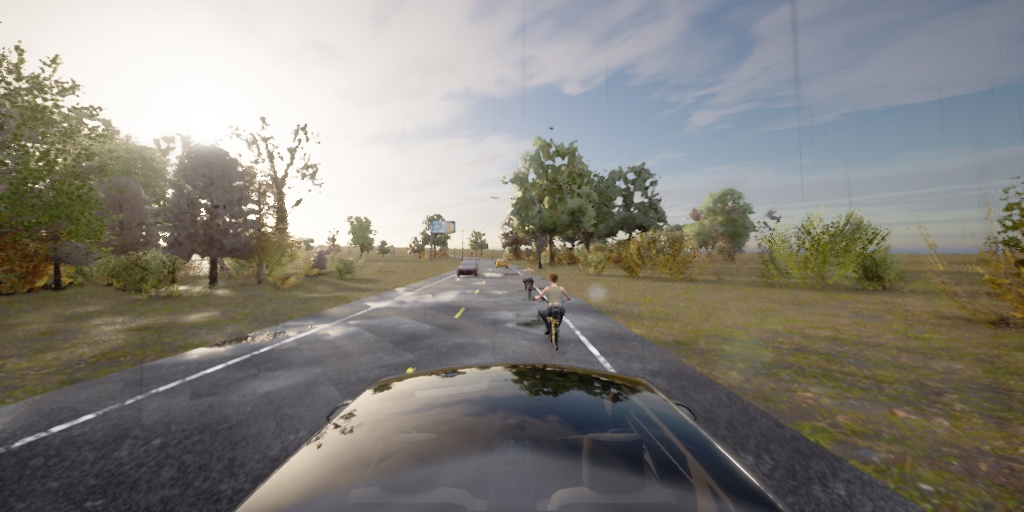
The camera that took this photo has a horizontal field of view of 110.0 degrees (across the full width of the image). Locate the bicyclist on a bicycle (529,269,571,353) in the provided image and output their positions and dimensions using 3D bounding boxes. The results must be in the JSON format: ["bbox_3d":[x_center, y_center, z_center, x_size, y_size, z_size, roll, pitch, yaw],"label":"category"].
[{"bbox_3d":[0.897,1.184,7.831,0.866,1.612,1.509,0,0,0],"label":"bicyclist on a bicycle"}]

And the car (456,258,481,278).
[{"bbox_3d":[-4.212,1.205,34.610,1.882,1.535,5.008,0,0,-2],"label":"car"}]

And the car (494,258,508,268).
[{"bbox_3d":[-1.698,1.170,59.595,1.882,1.535,5.008,0,0,-3],"label":"car"}]

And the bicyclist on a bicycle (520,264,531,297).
[{"bbox_3d":[0.806,1.179,17.396,0.866,1.612,1.509,0,0,-1],"label":"bicyclist on a bicycle"}]
